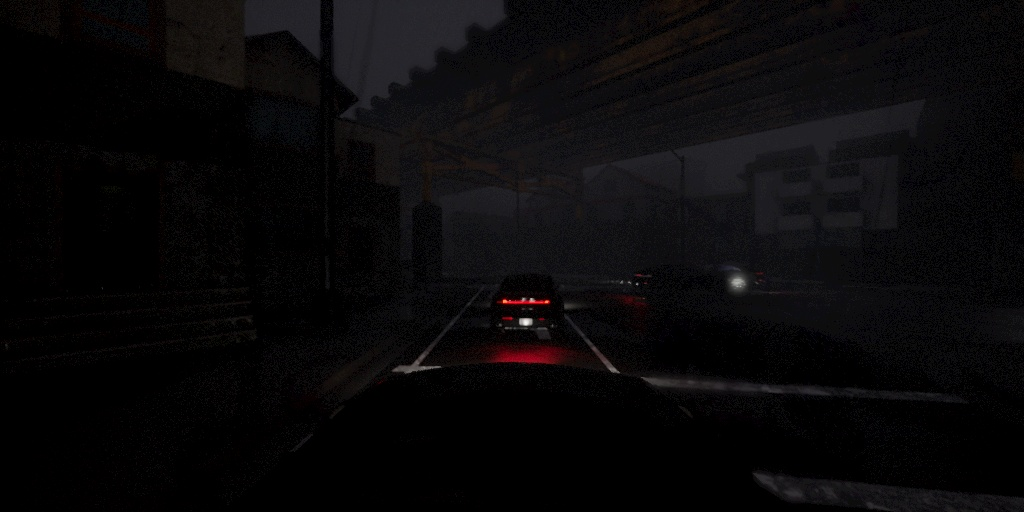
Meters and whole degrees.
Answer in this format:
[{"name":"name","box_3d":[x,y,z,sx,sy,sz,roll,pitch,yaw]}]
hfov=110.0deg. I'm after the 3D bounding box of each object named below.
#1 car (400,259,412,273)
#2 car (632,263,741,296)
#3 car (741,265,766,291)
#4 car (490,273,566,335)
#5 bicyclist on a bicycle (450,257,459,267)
[{"name":"car","box_3d":[-11.173,1.131,40.242,1.837,1.490,4.892,0,0,-44]},{"name":"car","box_3d":[8.643,1.188,18.380,4.902,1.511,2.128,0,-1,-12]},{"name":"car","box_3d":[12.358,1.177,21.682,2.128,1.511,4.902,0,0,-45]},{"name":"car","box_3d":[0.498,1.227,10.493,1.837,1.490,4.892,0,0,4]},{"name":"bicyclist on a bicycle","box_3d":[-8.519,0.888,53.169,1.656,1.620,0.582,0,0,-45]}]
